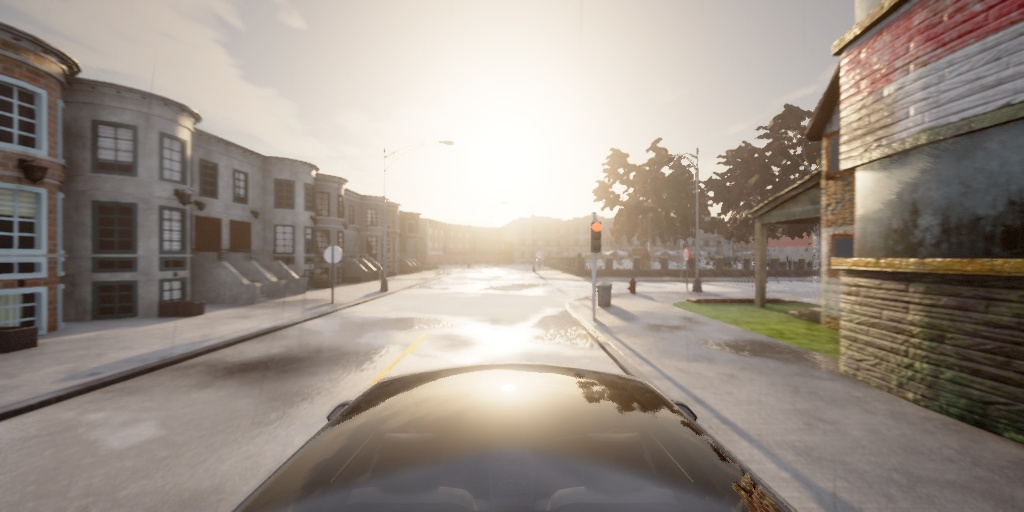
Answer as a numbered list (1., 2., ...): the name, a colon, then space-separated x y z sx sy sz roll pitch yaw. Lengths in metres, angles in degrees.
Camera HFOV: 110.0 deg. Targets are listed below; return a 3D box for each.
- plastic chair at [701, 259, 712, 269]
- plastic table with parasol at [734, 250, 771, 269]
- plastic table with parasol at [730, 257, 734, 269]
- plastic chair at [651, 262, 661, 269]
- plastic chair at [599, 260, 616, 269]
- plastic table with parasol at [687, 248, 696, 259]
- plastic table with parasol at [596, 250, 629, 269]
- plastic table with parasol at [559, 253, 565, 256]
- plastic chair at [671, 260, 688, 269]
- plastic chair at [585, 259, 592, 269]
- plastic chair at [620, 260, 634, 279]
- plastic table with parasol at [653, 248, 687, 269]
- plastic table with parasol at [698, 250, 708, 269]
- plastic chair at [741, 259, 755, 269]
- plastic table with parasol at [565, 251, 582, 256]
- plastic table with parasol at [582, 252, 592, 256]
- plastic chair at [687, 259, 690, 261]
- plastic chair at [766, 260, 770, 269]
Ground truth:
1. plastic chair: 22.948 1.194 42.019 0.750 1.272 0.730 0 0 -34
2. plastic table with parasol: 23.777 0.612 35.046 2.482 2.480 2.482 0 0 -40
3. plastic table with parasol: 26.522 0.610 40.362 2.482 2.480 2.482 0 0 -40
4. plastic chair: 14.305 1.238 35.022 0.730 1.272 0.750 0 0 -40
5. plastic chair: 9.074 1.253 34.028 0.730 1.272 0.750 0 0 -40
6. plastic table with parasol: 18.308 0.580 39.749 2.482 2.480 2.482 0 0 -42
7. plastic table with parasol: 10.105 0.648 34.771 2.482 2.480 2.482 0 0 -40
8. plastic table with parasol: 9.296 0.568 61.048 2.482 2.480 2.482 0 0 0
9. plastic chair: 16.237 1.229 34.791 0.750 1.272 0.730 0 0 -35
10. plastic chair: 8.639 1.201 38.518 0.730 1.272 0.750 0 0 -40
11. plastic chair: 11.006 1.256 33.797 0.750 1.272 0.730 0 0 -35
12. plastic table with parasol: 15.337 0.621 35.765 2.482 2.480 2.482 0 0 -40
13. plastic table with parasol: 22.105 0.523 43.012 2.482 2.480 2.482 0 0 -39
14. plastic chair: 22.751 1.218 34.292 0.730 1.272 0.750 0 0 -39
15. plastic table with parasol: 10.082 0.488 53.350 2.482 2.480 2.482 0 0 -38
16. plastic table with parasol: 9.671 0.599 39.262 2.482 2.480 2.482 0 0 -40
17. plastic chair: 19.194 1.216 38.796 0.750 1.272 0.730 0 0 -35
18. plastic chair: 24.676 1.248 34.071 0.750 1.272 0.730 0 0 -35
